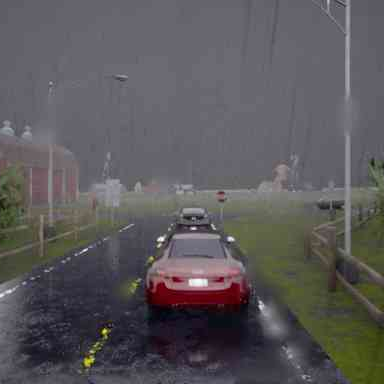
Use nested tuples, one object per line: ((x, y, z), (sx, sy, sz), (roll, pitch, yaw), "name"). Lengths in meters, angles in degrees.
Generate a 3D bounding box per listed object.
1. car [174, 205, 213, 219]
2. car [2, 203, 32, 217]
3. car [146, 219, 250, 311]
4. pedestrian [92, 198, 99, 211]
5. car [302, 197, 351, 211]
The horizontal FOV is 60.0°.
((0.082, 1.508, 18.474), (1.837, 1.490, 4.892), (0, 0, 0), "car")
((-18.994, 1.827, 33.225), (5.357, 1.411, 2.033), (-1, -1, 6), "car")
((0.099, 1.565, 7.872), (1.994, 1.385, 4.181), (0, 0, 0), "car")
((-11.207, 1.490, 38.491), (0.375, 1.860, 0.375), (0, 0, 4), "pedestrian")
((14.357, 1.228, 35.563), (5.008, 1.535, 1.882), (-1, 0, -4), "car")
